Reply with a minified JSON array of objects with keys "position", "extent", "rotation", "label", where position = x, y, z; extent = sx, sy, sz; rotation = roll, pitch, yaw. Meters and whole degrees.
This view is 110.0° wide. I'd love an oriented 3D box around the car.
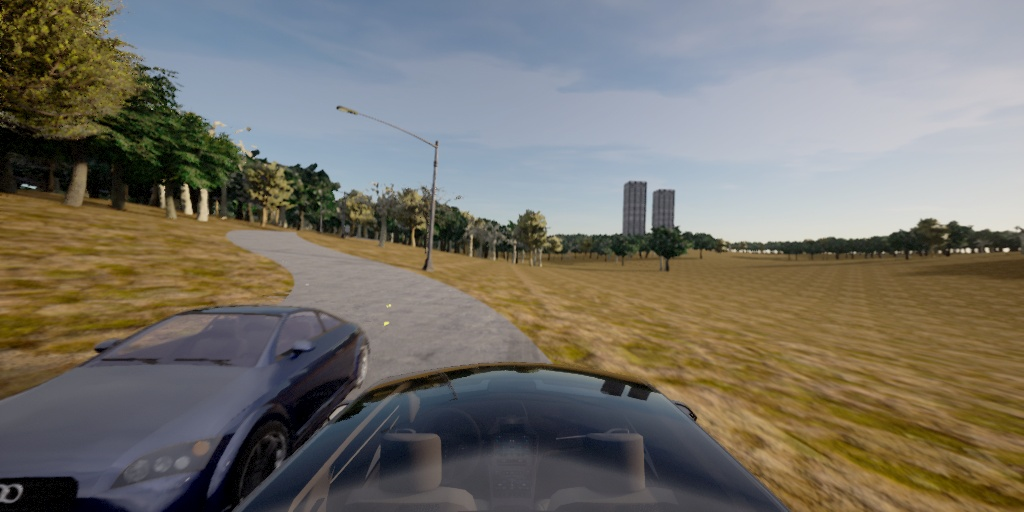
[{"position":[-3.006,1.260,3.882],"extent":[1.994,1.385,4.181],"rotation":[2,0,-6],"label":"car"}]
